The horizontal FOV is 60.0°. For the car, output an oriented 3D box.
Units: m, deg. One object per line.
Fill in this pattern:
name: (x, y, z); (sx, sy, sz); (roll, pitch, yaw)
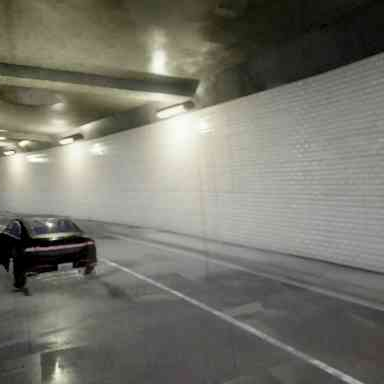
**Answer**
car: (-4.251, 1.430, 9.317); (2.128, 1.511, 4.902); (-1, 1, -37)
